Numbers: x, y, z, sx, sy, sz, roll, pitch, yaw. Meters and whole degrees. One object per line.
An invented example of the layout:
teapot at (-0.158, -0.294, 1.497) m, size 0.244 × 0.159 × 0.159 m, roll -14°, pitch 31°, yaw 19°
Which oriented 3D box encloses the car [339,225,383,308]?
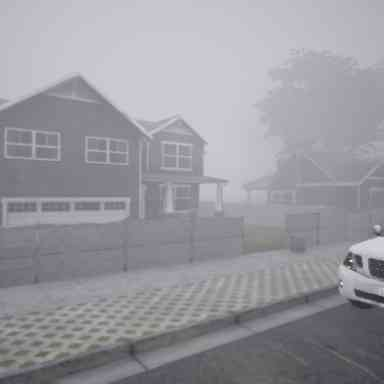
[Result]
car at (5.437, 1.318, 7.001) m, size 5.566 × 2.045 × 2.150 m, roll 1°, pitch -1°, yaw -35°
